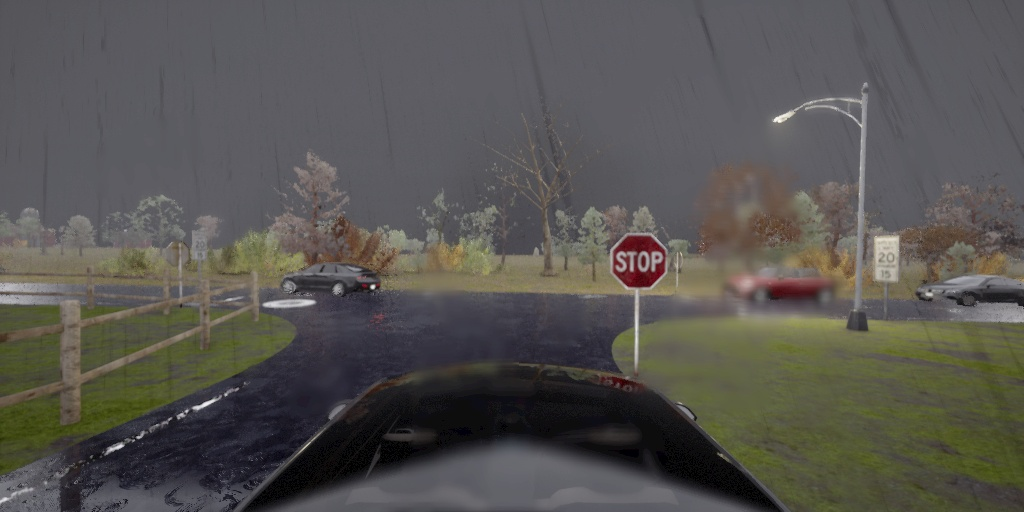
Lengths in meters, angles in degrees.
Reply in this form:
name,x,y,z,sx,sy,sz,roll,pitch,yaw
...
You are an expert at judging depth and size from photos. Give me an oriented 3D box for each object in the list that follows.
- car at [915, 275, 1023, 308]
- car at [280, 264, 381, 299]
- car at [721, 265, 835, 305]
name,x,y,z,sx,sy,sz,roll,pitch,yaw
car,22.669,1.666,17.470,4.674,1.442,1.812,1,1,0
car,-8.577,1.083,16.919,4.892,1.490,1.837,1,-1,18
car,12.789,1.316,17.428,4.553,1.767,2.097,1,1,-1
